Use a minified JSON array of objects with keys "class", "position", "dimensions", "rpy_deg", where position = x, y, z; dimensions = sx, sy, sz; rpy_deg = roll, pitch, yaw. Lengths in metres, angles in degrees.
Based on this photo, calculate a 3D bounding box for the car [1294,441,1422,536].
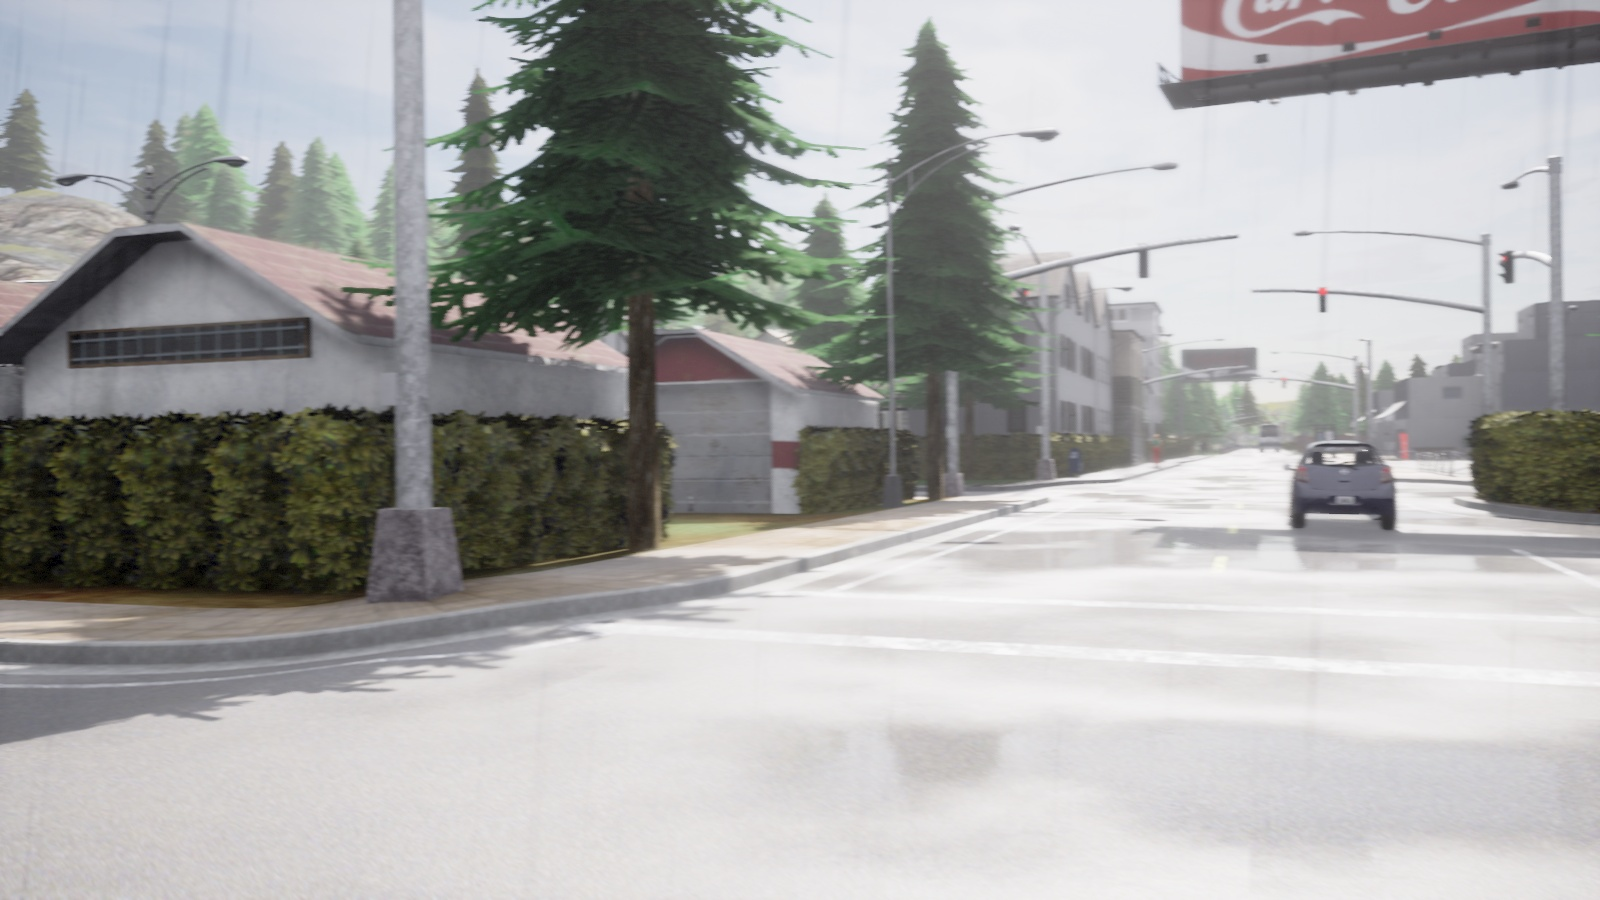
[{"class":"car","position":[9.800,0.615,22.289],"dimensions":[1.845,1.501,3.633],"rpy_deg":[0,1,21]}]

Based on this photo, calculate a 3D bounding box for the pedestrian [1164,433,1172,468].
[{"class":"pedestrian","position":[19.646,0.035,67.026],"dimensions":[0.345,1.836,0.594],"rpy_deg":[-1,0,21]}]
